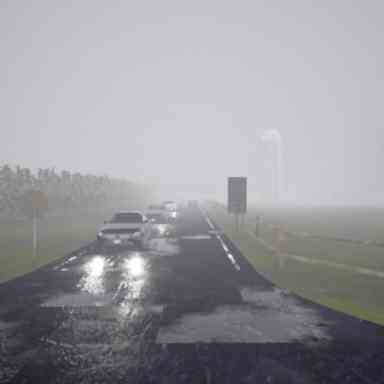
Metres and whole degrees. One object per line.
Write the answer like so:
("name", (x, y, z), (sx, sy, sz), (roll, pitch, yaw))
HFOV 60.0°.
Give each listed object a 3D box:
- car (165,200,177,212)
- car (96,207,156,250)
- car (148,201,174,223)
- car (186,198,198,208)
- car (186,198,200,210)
("car", (-2.829, 1.740, 41.786), (1.812, 1.442, 4.674), (0, 0, 1))
("car", (-2.833, 1.597, 14.778), (1.812, 1.442, 4.674), (0, 0, -1))
("car", (-2.848, 1.681, 27.099), (2.033, 1.411, 5.357), (0, 0, 0))
("car", (-0.015, 1.827, 56.356), (1.812, 1.442, 4.674), (0, 0, 0))
("car", (0.092, 1.786, 45.907), (2.033, 1.411, 5.357), (0, 0, 0))
